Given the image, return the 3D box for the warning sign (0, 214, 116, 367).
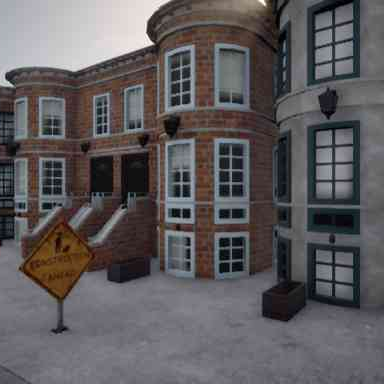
[{"bbox_3d":[-2.036,1.333,5.137,1.060,1.860,1.300,0,0,35],"label":"warning sign"}]
